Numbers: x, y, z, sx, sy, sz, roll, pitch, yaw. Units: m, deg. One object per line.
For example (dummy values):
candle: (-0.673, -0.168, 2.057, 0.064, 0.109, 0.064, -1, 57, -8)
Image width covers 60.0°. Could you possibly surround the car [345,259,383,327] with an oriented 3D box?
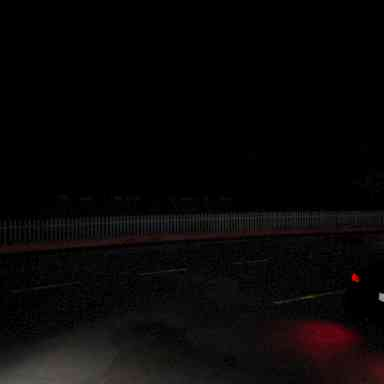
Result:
car: (4.758, 1.564, 5.749, 4.181, 1.385, 1.994, 0, 0, -24)
